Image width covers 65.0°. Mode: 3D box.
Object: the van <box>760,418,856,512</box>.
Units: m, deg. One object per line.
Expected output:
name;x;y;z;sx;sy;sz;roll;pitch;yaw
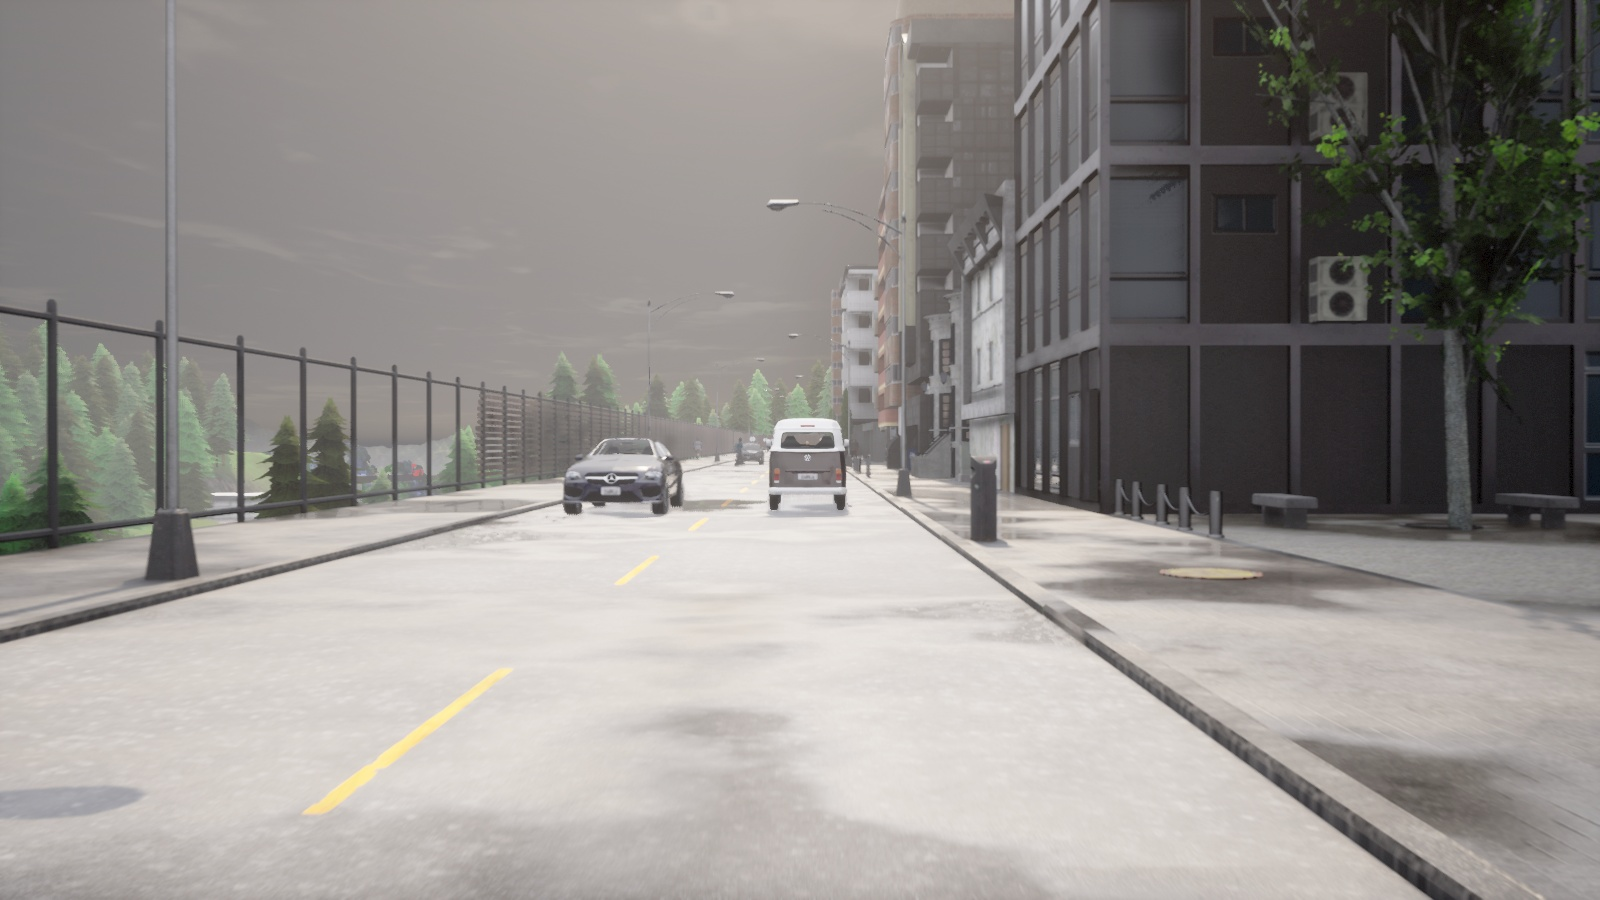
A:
van;0.179;0.304;29.408;2.069;2.038;4.480;0;0;0

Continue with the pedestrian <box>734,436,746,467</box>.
pedestrian;-3.819;0.094;79.765;0.692;1.930;0.396;0;0;42

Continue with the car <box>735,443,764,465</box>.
car;-3.498;0.254;87.485;1.837;1.490;4.892;0;1;0

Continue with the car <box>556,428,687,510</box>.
car;-3.829;0.365;27.831;2.152;1.651;5.027;0;0;0
